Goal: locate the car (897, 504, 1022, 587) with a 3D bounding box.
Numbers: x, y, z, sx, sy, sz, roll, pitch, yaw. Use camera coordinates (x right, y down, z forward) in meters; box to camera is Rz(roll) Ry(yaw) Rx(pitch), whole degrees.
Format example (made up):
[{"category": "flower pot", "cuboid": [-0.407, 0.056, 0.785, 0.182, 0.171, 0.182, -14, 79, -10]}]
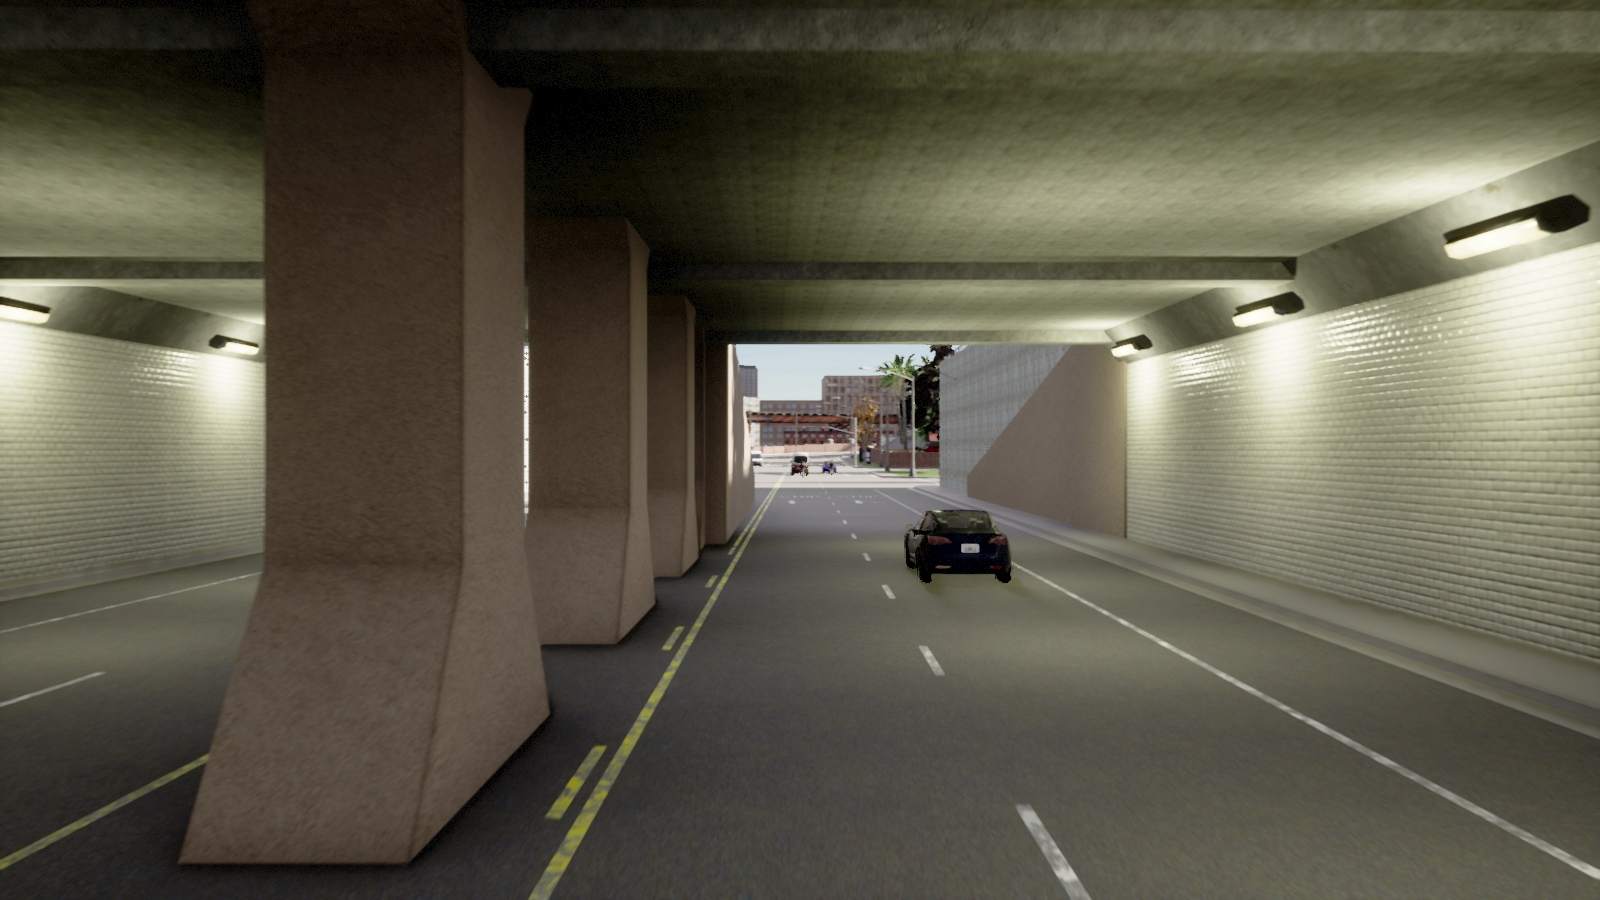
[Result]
[{"category": "car", "cuboid": [3.463, 2.063, 25.750, 2.163, 1.488, 4.792, 0, 0, 0]}]
